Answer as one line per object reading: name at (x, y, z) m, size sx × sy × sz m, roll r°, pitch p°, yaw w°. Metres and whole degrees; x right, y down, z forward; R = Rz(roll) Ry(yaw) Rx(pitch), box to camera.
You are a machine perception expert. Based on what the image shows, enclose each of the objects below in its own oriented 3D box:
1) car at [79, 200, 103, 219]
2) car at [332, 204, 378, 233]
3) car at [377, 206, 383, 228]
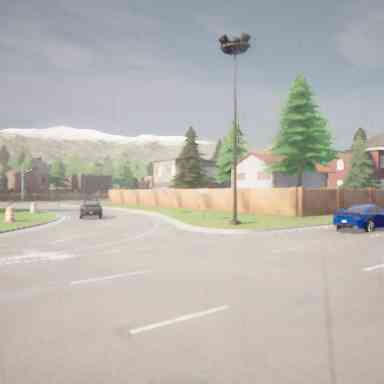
car at (-9.029, 1.485, 29.694) m, size 2.128 × 1.511 × 4.902 m, roll 0°, pitch 0°, yaw -18°
car at (10.389, 1.464, 19.756) m, size 5.008 × 1.535 × 1.882 m, roll 0°, pitch 0°, yaw -35°
car at (11.213, 1.492, 16.043) m, size 4.892 × 1.490 × 1.837 m, roll 0°, pitch 0°, yaw -35°
